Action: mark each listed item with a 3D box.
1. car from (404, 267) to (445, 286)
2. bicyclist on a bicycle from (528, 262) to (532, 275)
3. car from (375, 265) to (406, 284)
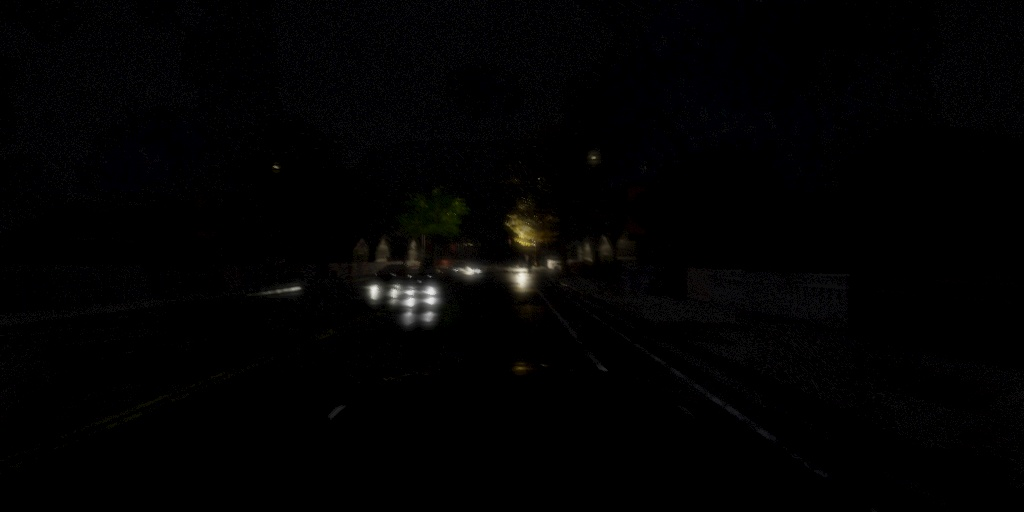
[{"bbox_3d":[-6.590,1.580,28.006,1.895,1.301,4.718,0,0,0],"label":"car"},{"bbox_3d":[2.224,1.583,44.789,0.582,1.620,1.656,0,0,-4],"label":"bicyclist on a bicycle"},{"bbox_3d":[-9.837,1.475,30.037,1.882,1.535,5.008,0,-1,0],"label":"car"}]
